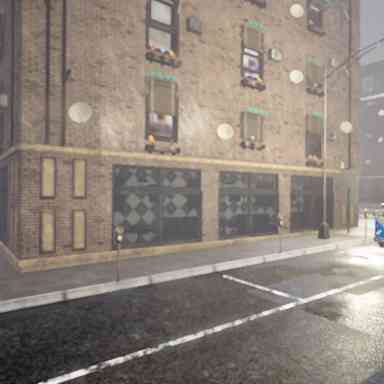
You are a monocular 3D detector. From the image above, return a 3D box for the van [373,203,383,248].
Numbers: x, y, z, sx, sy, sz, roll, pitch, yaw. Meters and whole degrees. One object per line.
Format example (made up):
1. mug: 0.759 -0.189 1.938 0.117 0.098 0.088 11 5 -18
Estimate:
1. van: 8.593 1.232 12.785 3.998 1.788 1.690 -1 1 -36
